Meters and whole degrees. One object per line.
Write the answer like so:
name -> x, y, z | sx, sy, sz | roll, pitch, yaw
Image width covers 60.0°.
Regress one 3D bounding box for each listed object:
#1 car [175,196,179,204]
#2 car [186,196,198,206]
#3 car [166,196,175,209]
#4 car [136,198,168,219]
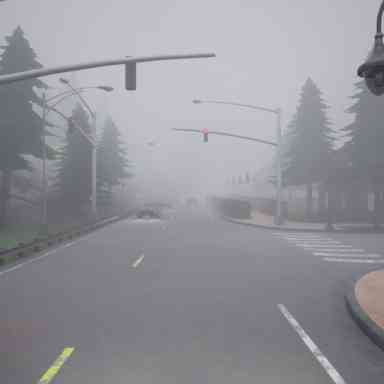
car -> -3.514, 1.510, 65.871 | 1.837, 1.490, 4.892 | 0, 0, 0
car -> -0.007, 1.476, 56.098 | 1.882, 1.535, 5.008 | 0, 0, 0
car -> -3.602, 1.525, 44.775 | 1.812, 1.442, 4.674 | 0, 0, 0
car -> -3.604, 1.546, 29.277 | 2.033, 1.411, 5.357 | 0, 0, 0
